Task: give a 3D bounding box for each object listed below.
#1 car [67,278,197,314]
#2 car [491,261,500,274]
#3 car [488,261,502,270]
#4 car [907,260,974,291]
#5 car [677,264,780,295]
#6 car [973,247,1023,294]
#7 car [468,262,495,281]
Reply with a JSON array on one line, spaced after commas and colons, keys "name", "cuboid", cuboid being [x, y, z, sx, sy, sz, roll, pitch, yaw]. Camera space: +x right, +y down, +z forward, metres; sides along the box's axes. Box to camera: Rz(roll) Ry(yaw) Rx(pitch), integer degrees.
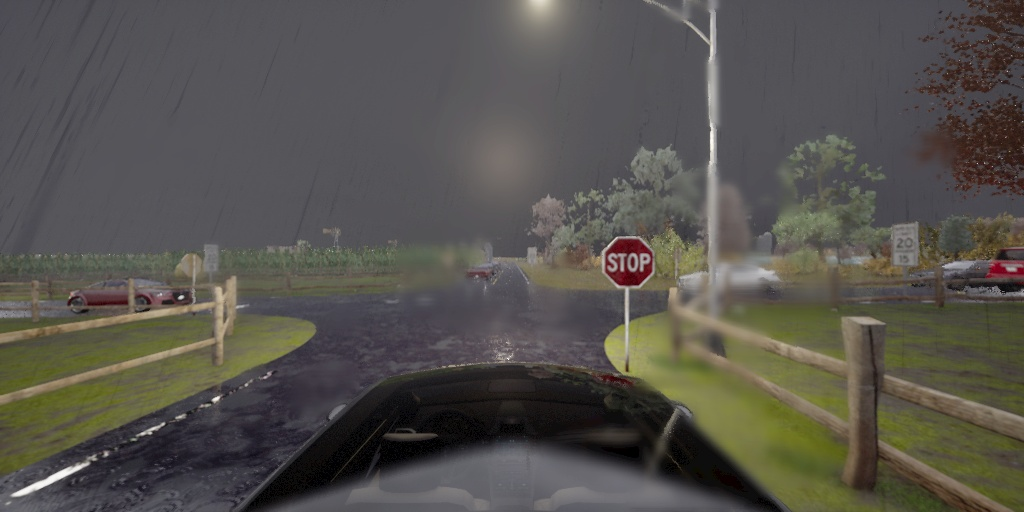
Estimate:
[{"name": "car", "cuboid": [-16.354, 1.658, 15.568, 4.181, 1.385, 1.994, -1, 0, 0]}, {"name": "car", "cuboid": [-2.880, 1.501, 41.975, 2.033, 1.411, 5.357, 0, 0, 0]}, {"name": "car", "cuboid": [-2.854, 1.555, 60.337, 2.128, 1.511, 4.902, 0, 0, 0]}, {"name": "car", "cuboid": [22.648, 0.921, 17.819, 4.674, 1.442, 1.812, -1, 0, 1]}, {"name": "car", "cuboid": [10.799, 1.131, 18.036, 4.674, 1.442, 1.812, -1, 0, 1]}, {"name": "car", "cuboid": [23.502, 0.594, 14.883, 5.566, 2.045, 2.150, -1, 0, 1]}, {"name": "car", "cuboid": [-2.867, 1.502, 32.323, 1.895, 1.301, 4.718, 0, 0, 0]}]
